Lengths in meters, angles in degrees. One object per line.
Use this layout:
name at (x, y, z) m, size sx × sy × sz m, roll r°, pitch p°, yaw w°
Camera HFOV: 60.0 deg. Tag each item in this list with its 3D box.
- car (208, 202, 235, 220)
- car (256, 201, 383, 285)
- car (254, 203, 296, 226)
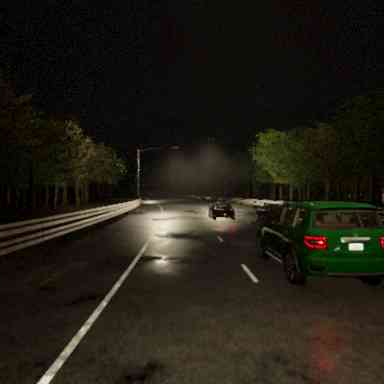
car at (2.567, 1.662, 29.744) m, size 2.128 × 1.511 × 4.902 m, roll 0°, pitch 0°, yaw -4°
car at (3.453, 1.281, 9.805) m, size 2.150 × 2.045 × 5.566 m, roll 0°, pitch 0°, yaw -1°
car at (6.308, 1.649, 25.831) m, size 1.837 × 1.490 × 4.892 m, roll 0°, pitch 0°, yaw -3°
